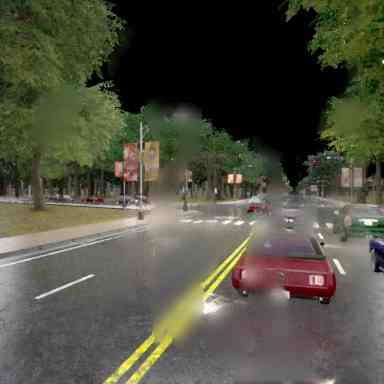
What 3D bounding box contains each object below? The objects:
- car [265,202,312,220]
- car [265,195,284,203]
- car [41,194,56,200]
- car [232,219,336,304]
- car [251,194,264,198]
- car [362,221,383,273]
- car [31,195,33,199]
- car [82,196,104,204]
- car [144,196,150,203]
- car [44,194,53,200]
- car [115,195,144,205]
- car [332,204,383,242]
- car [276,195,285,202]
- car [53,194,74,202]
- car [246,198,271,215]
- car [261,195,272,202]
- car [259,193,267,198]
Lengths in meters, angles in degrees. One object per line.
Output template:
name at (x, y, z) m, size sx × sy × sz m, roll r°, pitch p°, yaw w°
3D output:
car at (5.013, 1.506, 17.101) m, size 1.837 × 1.490 × 4.892 m, roll 0°, pitch 0°, yaw 17°
car at (14.986, 1.558, 60.360) m, size 2.033 × 1.411 × 5.357 m, roll 0°, pitch 0°, yaw 18°
car at (-36.935, 1.256, 85.653) m, size 4.181 × 1.385 × 1.994 m, roll 0°, pitch 0°, yaw 40°
car at (2.298, 1.601, 8.248) m, size 1.895 × 1.301 × 4.718 m, roll 0°, pitch 0°, yaw 17°
car at (11.263, 1.535, 59.385) m, size 1.812 × 1.442 × 4.674 m, roll 0°, pitch 0°, yaw 18°
car at (5.503, 1.601, 7.625) m, size 1.895 × 1.301 × 4.718 m, roll 0°, pitch 0°, yaw 17°
car at (-39.042, 1.256, 83.178) m, size 4.181 × 1.385 × 1.994 m, roll 0°, pitch 0°, yaw 40°
car at (-18.116, 1.425, 61.055) m, size 4.718 × 1.301 × 1.895 m, roll 0°, pitch 0°, yaw 41°
car at (-9.980, 1.374, 62.829) m, size 4.674 × 1.442 × 1.812 m, roll 0°, pitch 0°, yaw 41°
car at (-31.463, 1.262, 76.734) m, size 4.674 × 1.442 × 1.812 m, roll 0°, pitch 0°, yaw 40°
car at (-10.709, 1.364, 54.747) m, size 4.902 × 1.511 × 2.128 m, roll 0°, pitch 0°, yaw 41°
car at (8.144, 1.353, 16.217) m, size 2.097 × 1.767 × 4.553 m, roll 0°, pitch 0°, yaw 17°
car at (21.792, 1.556, 81.888) m, size 2.033 × 1.411 × 5.357 m, roll 0°, pitch 0°, yaw 17°
car at (-25.834, 1.303, 67.683) m, size 4.674 × 1.442 × 1.812 m, roll 0°, pitch 0°, yaw 40°
car at (6.873, 1.606, 34.775) m, size 1.895 × 1.301 × 4.718 m, roll 0°, pitch 0°, yaw 18°
car at (18.344, 1.556, 81.747) m, size 2.033 × 1.411 × 5.357 m, roll 0°, pitch 0°, yaw 17°
car at (15.183, 1.238, 71.654) m, size 2.150 × 2.045 × 5.566 m, roll 0°, pitch 0°, yaw 17°
